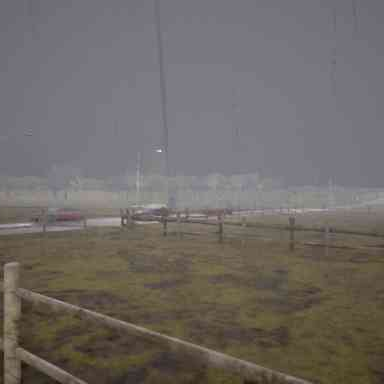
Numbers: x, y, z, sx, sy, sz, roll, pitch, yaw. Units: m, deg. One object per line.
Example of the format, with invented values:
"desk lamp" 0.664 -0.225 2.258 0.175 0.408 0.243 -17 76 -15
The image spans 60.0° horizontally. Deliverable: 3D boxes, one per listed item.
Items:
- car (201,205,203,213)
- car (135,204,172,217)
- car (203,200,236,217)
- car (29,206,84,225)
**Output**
"car" 3.505 2.141 47.910 2.150 2.045 5.566 1 -1 35
"car" -4.233 2.074 36.986 2.128 1.511 4.902 1 -1 35
"car" 3.952 2.228 43.491 2.097 1.767 4.553 1 -1 35
"car" -11.030 1.881 27.353 1.994 1.385 4.181 1 -1 35
